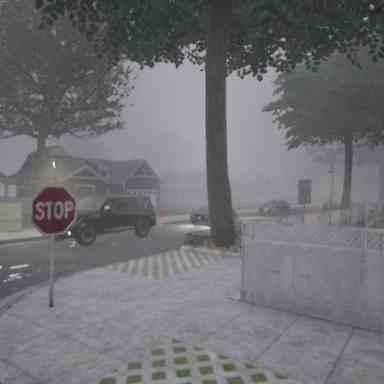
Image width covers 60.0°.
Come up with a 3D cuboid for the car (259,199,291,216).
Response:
[{"bbox_3d":[8.273,1.486,33.028,2.128,1.511,4.902,1,1,35],"label":"car"}]

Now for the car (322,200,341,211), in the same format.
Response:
[{"bbox_3d":[17.703,1.659,41.428,1.994,1.385,4.181,1,1,36],"label":"car"}]

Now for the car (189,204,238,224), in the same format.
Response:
[{"bbox_3d":[1.602,1.516,23.495,1.994,1.385,4.181,1,1,34],"label":"car"}]

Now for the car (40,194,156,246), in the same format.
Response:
[{"bbox_3d":[-4.025,1.138,15.404,2.150,2.045,5.566,1,1,35],"label":"car"}]

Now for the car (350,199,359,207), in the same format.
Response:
[{"bbox_3d":[24.063,1.698,50.517,1.994,1.385,4.181,1,1,34],"label":"car"}]
